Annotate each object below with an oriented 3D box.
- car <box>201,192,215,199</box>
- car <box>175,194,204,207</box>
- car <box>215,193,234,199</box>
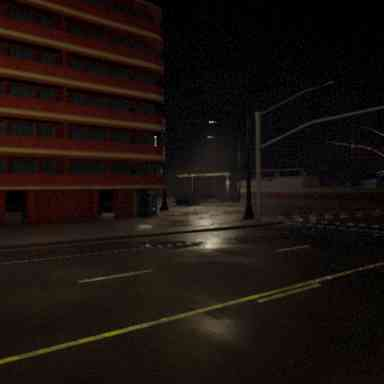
[{"bbox_3d":[4.156,0.801,82.585,4.611,1.667,2.242,-1,1,-35],"label":"car"},{"bbox_3d":[-0.725,1.394,49.012,1.812,1.442,4.674,-1,1,-36],"label":"car"},{"bbox_3d":[8.113,0.950,78.351,3.806,1.475,1.970,-1,1,-35],"label":"car"}]
